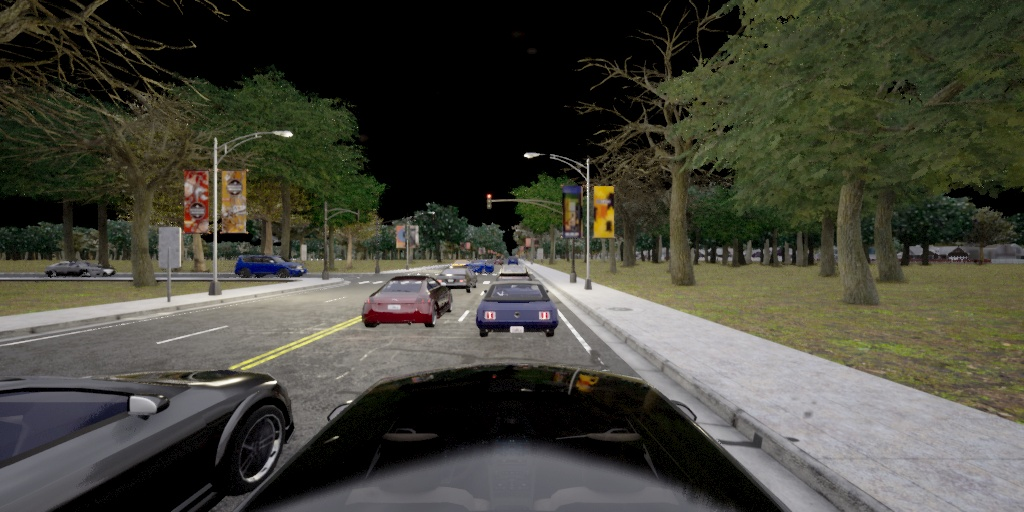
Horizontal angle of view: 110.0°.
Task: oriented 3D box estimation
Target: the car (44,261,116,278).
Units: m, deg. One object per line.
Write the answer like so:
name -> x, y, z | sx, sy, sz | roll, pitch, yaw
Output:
car -> -37.972, 1.206, 31.608 | 4.902, 1.511, 2.128 | 0, 0, 0

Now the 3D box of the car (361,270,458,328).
car -> -3.117, 1.314, 11.426 | 1.994, 1.385, 4.181 | 0, 0, -1

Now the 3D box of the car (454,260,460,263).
car -> -6.474, 1.239, 45.465 | 1.882, 1.535, 5.008 | 0, 0, 0

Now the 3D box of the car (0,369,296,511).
car -> -3.152, 1.314, 1.862 | 1.994, 1.385, 4.181 | 0, 0, 0

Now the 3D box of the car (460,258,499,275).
car -> -3.468, 1.236, 38.987 | 1.882, 1.535, 5.008 | 2, 0, 17

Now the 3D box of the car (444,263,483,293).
car -> -3.098, 1.299, 20.667 | 2.033, 1.411, 5.357 | 0, 0, 0

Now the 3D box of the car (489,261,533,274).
car -> 0.129, 1.243, 19.444 | 2.128, 1.511, 4.902 | 0, 0, 1

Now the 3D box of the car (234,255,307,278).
car -> -21.212, 0.954, 31.556 | 5.566, 2.045, 2.150 | 0, 0, 0

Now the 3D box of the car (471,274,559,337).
car -> 0.123, 1.351, 10.190 | 1.895, 1.301, 4.718 | 0, 0, 0
